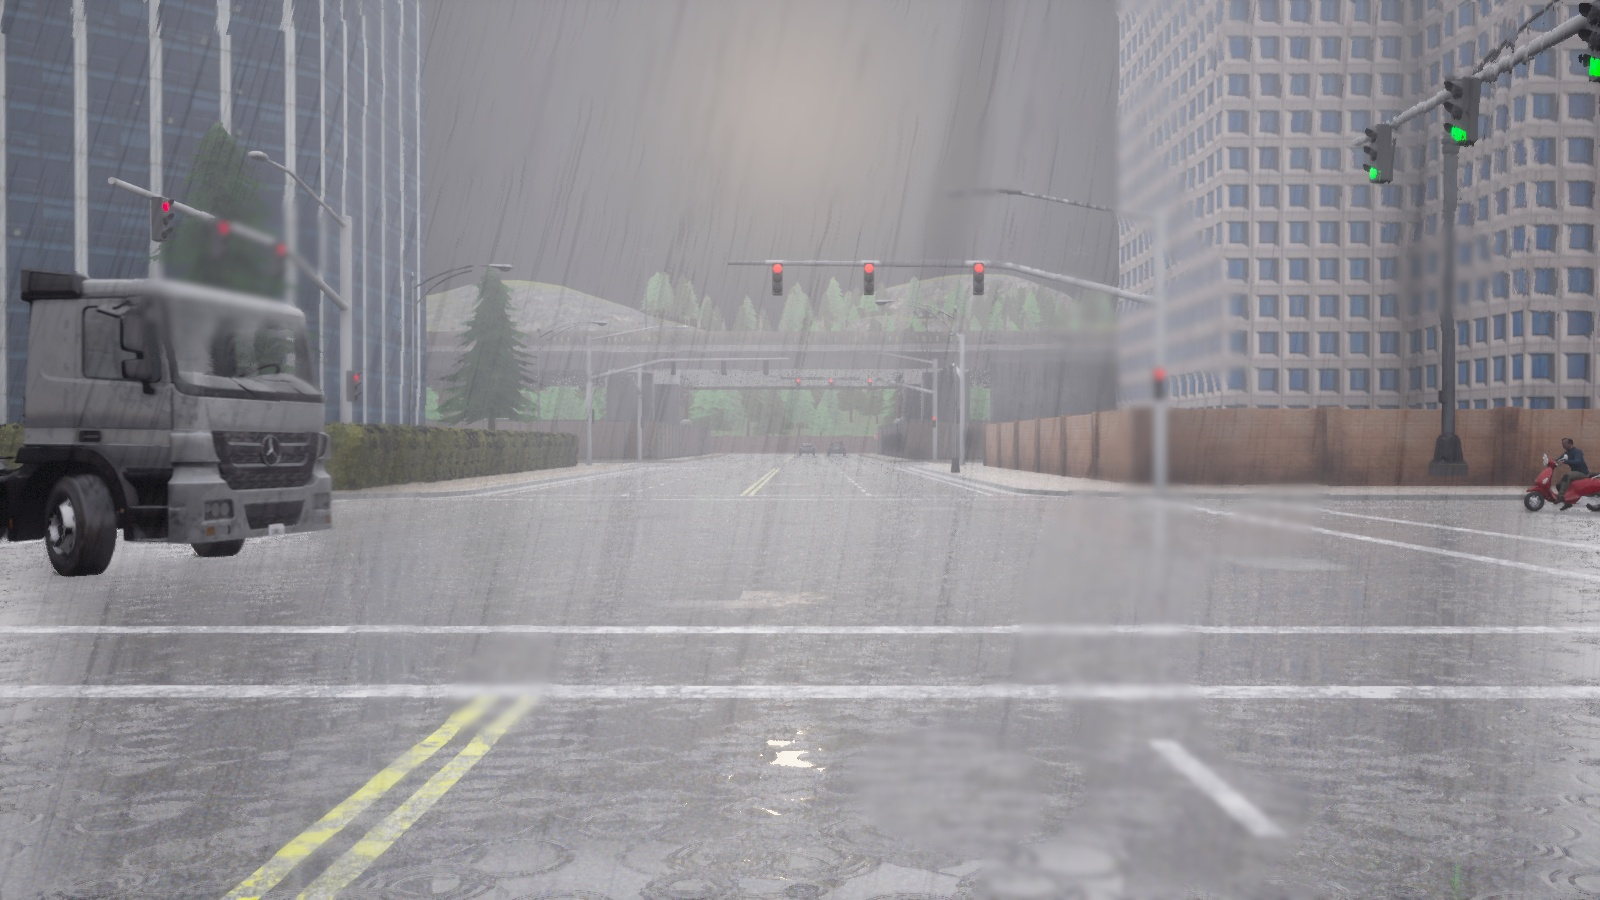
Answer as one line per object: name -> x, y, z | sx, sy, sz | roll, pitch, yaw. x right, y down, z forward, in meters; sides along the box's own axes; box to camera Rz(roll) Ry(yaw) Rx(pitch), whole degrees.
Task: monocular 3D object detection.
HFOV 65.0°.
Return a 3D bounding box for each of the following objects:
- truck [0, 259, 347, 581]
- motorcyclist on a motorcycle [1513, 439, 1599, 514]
truck -> -10.072, -0.332, 15.716 | 7.936, 3.462, 2.891 | 0, 0, 12
motorcyclist on a motorcycle -> 16.569, 0.560, 27.136 | 1.817, 1.590, 0.866 | 0, 0, 1
